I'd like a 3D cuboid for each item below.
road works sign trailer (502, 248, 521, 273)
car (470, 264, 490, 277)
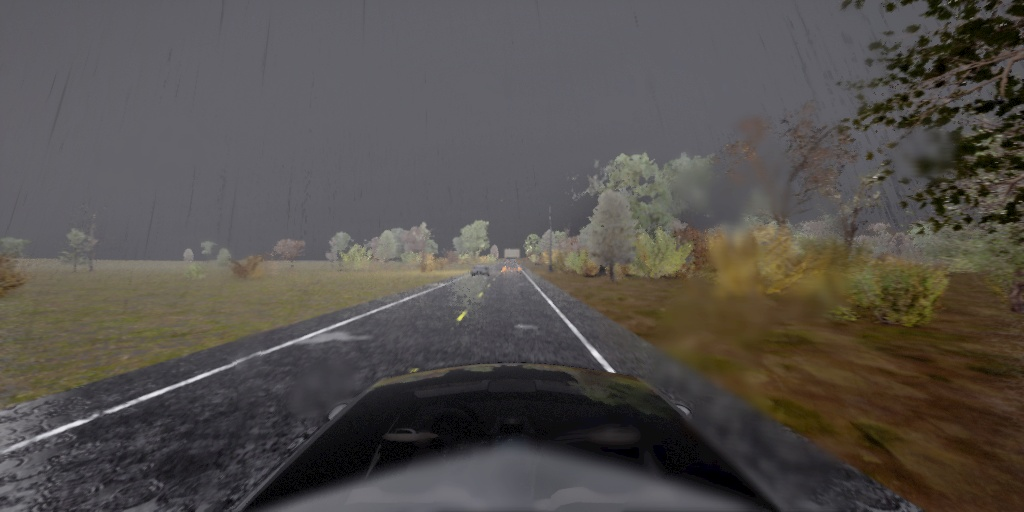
[{"bbox_3d":[0.010,0.627,51.188,2.380,3.560,2.880,0,0,0],"label":"road works sign trailer"},{"bbox_3d":[-3.571,1.649,41.031,1.994,1.385,4.181,0,-1,0],"label":"car"}]
